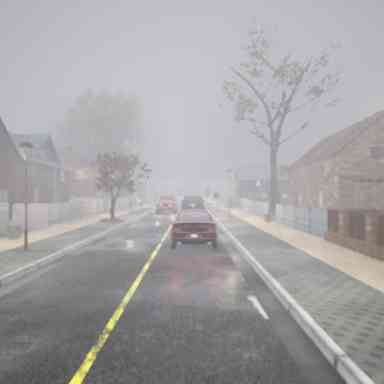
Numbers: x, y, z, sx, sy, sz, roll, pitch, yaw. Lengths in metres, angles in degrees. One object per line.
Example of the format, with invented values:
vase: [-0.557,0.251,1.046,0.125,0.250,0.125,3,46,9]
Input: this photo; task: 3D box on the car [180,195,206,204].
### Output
car: [0.082,1.306,31.181,2.150,2.045,5.566,0,0,0]

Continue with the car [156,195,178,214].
car: [-2.778,1.329,37.741,2.150,2.045,5.566,0,0,0]

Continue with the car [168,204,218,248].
car: [0.089,1.514,14.996,1.882,1.535,5.008,0,0,0]
